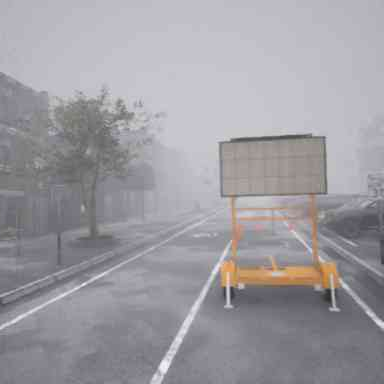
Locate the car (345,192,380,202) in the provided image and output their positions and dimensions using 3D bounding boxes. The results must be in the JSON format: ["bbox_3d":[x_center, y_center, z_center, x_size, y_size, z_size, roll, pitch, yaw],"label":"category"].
[{"bbox_3d":[31.172,0.964,61.034,5.366,1.575,1.946,-2,0,11],"label":"car"}]

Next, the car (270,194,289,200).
[{"bbox_3d":[23.779,1.277,90.605,4.792,1.488,2.163,-2,0,11],"label":"car"}]

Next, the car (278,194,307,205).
[{"bbox_3d":[17.407,1.253,57.573,4.553,1.767,2.185,-2,0,11],"label":"car"}]

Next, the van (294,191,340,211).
[{"bbox_3d":[11.949,1.209,30.072,4.442,1.987,1.878,-2,-1,11],"label":"van"}]

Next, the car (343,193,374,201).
[{"bbox_3d":[31.886,0.951,63.724,4.892,1.521,2.231,-2,0,11],"label":"car"}]

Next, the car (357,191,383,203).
[{"bbox_3d":[30.330,0.856,55.543,4.553,1.767,2.185,-2,0,11],"label":"car"}]

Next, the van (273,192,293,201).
[{"bbox_3d":[20.974,1.081,76.870,4.442,1.987,1.878,-2,0,11],"label":"van"}]

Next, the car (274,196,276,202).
[{"bbox_3d":[17.910,1.409,60.332,4.674,1.452,2.002,-2,0,11],"label":"car"}]

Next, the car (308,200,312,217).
[{"bbox_3d":[9.762,1.390,19.070,5.366,1.575,1.946,-2,-1,11],"label":"car"}]

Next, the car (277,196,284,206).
[{"bbox_3d":[15.222,1.173,46.574,5.566,2.045,2.435,-2,0,11],"label":"car"}]

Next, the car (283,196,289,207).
[{"bbox_3d":[14.202,1.439,41.060,4.892,1.521,2.231,-2,0,11],"label":"car"}]

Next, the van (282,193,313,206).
[{"bbox_3d":[16.427,1.172,52.052,4.442,1.987,1.878,-2,0,11],"label":"van"}]

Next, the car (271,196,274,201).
[{"bbox_3d":[18.406,1.108,63.090,5.566,2.045,2.435,-2,0,11],"label":"car"}]

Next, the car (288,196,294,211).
[{"bbox_3d":[13.162,1.472,35.546,4.792,1.488,2.163,-2,0,11],"label":"car"}]

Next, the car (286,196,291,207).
[{"bbox_3d":[13.663,1.483,38.309,4.674,1.452,2.002,-2,0,11],"label":"car"}]

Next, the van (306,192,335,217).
[{"bbox_3d":[11.115,1.181,24.519,4.442,1.987,1.878,-2,-1,11],"label":"van"}]

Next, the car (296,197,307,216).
[{"bbox_3d":[11.533,1.421,27.293,5.008,1.535,2.097,-2,-1,11],"label":"car"}]

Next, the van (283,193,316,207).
[{"bbox_3d":[15.896,1.183,49.300,4.442,1.987,1.878,-2,0,11],"label":"van"}]

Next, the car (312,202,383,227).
[{"bbox_3d":[10.479,1.439,21.786,4.674,1.452,2.002,-2,-1,11],"label":"car"}]

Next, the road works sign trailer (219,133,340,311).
[{"bbox_3d":[1.894,0.492,7.836,2.380,3.560,2.880,-2,-1,10],"label":"road works sign trailer"}]

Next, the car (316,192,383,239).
[{"bbox_3d":[9.378,1.126,16.290,5.566,2.045,2.435,-2,-1,11],"label":"car"}]

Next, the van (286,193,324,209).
[{"bbox_3d":[14.835,1.205,43.797,4.442,1.987,1.878,-2,0,11],"label":"van"}]

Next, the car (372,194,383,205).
[{"bbox_3d":[28.909,1.006,47.335,5.366,1.575,1.946,-2,0,11],"label":"car"}]
